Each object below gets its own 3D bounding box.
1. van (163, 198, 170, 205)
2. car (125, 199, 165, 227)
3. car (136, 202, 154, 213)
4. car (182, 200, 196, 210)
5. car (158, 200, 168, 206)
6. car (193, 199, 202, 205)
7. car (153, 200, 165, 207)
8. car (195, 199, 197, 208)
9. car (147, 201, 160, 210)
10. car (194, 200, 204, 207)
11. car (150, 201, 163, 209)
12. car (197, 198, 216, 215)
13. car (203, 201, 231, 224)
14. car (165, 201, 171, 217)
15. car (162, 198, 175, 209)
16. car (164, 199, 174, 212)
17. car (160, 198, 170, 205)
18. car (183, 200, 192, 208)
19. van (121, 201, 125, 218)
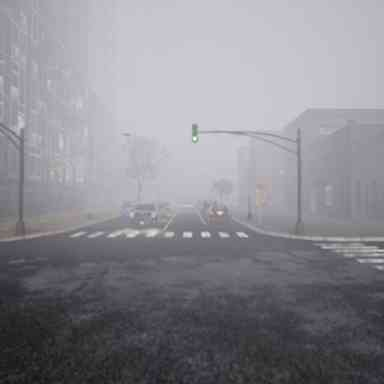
[{"bbox_3d":[-7.037,2.476,91.054,1.690,1.788,3.998,1,-1,-1],"label":"van"},{"bbox_3d":[-3.540,1.673,25.873,2.097,1.767,4.553,0,-1,0],"label":"car"},{"bbox_3d":[-6.372,2.087,45.499,1.752,1.417,4.829,1,-1,-1],"label":"car"},{"bbox_3d":[-0.755,2.315,56.306,1.895,1.301,4.718,0,-1,-1],"label":"car"},{"bbox_3d":[-6.875,2.543,79.706,2.008,1.369,4.403,1,-1,-1],"label":"car"},{"bbox_3d":[1.422,2.529,85.541,1.967,1.590,4.097,1,-1,-1],"label":"car"},{"bbox_3d":[-6.709,2.415,68.360,1.947,1.339,4.313,1,-1,-1],"label":"car"},{"bbox_3d":[1.758,2.118,62.852,2.192,1.841,5.009,1,-1,-1],"label":"car"},{"bbox_3d":[-6.543,2.289,57.014,1.802,1.307,4.206,1,-1,-1],"label":"car"},{"bbox_3d":[1.586,2.512,74.195,1.947,1.339,4.313,1,-1,-1],"label":"car"},{"bbox_3d":[-6.626,2.344,62.687,1.947,1.339,4.313,1,-1,-1],"label":"car"},{"bbox_3d":[2.091,1.833,40.160,2.192,1.841,5.009,1,-1,-1],"label":"car"},{"bbox_3d":[2.255,1.814,28.812,1.967,1.590,4.097,1,-1,-1],"label":"car"},{"bbox_3d":[-3.647,1.988,35.342,2.033,1.411,5.357,0,-1,-1],"label":"car"},{"bbox_3d":[-3.897,2.172,55.486,1.882,1.535,5.008,0,-1,-1],"label":"car"},{"bbox_3d":[-3.789,2.093,45.360,1.812,1.442,4.674,0,-1,-1],"label":"car"},{"bbox_3d":[-6.953,2.378,85.382,2.192,1.841,5.009,1,-1,-1],"label":"car"},{"bbox_3d":[-0.923,2.382,67.640,1.812,1.442,4.674,0,-1,-1],"label":"car"},{"bbox_3d":[-6.205,1.762,34.325,1.690,1.788,3.998,1,-1,-1],"label":"van"}]
